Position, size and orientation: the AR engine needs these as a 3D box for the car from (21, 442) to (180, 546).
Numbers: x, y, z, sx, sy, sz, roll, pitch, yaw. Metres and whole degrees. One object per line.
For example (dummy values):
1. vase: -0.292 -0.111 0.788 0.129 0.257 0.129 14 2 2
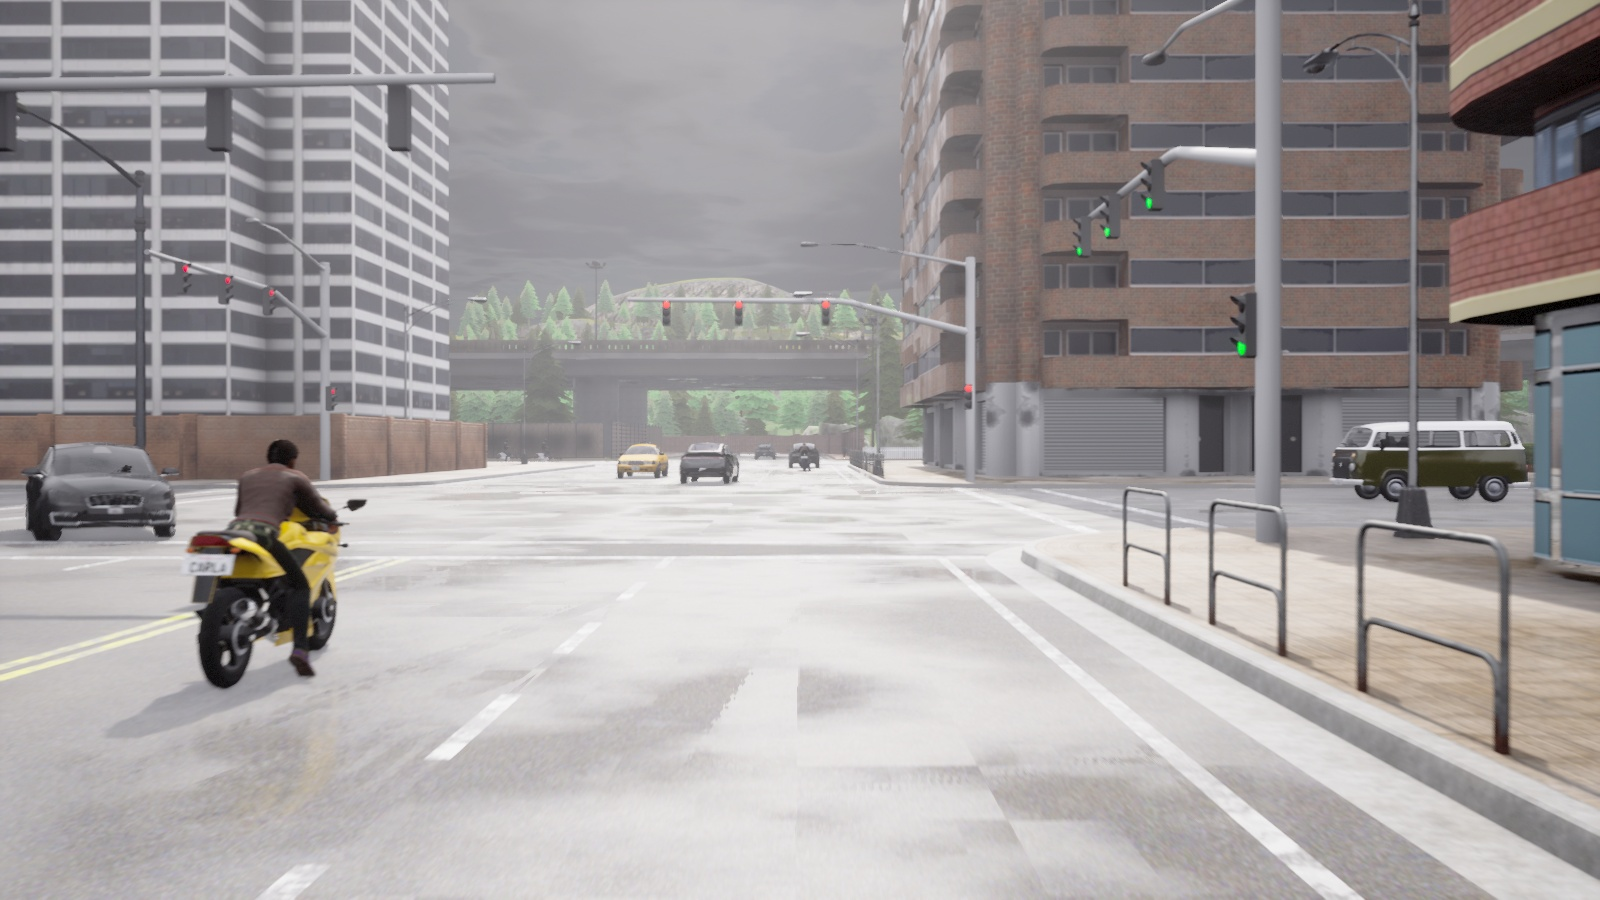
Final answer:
1. car: -11.528 0.627 20.514 1.837 1.490 4.892 1 0 -34

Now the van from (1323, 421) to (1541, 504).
1. van: 15.991 0.302 31.950 4.480 2.038 2.069 0 0 1

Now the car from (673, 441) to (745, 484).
1. car: -3.348 0.435 47.037 2.128 1.511 4.902 0 0 3

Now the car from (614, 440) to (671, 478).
1. car: -6.804 0.372 54.762 1.801 1.575 5.366 0 0 0

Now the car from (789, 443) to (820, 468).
1. car: 0.268 0.323 76.099 1.837 1.490 4.892 0 0 0

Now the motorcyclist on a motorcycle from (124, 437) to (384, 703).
1. motorcyclist on a motorcycle: -3.458 0.680 8.198 0.797 1.523 2.044 0 0 0
